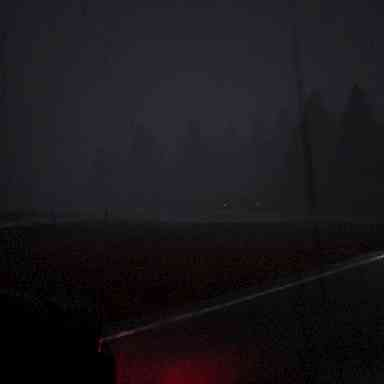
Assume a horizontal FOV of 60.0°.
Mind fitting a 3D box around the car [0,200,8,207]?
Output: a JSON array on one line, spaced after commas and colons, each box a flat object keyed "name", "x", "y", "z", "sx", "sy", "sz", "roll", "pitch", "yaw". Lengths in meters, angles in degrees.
[{"name": "car", "x": -31.205, "y": 1.628, "z": 51.919, "sx": 1.994, "sy": 1.381, "sz": 4.181, "roll": 0, "pitch": 0, "yaw": 34}]

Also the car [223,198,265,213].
[{"name": "car", "x": 5.834, "y": 1.425, "z": 37.747, "sx": 4.553, "sy": 1.767, "sz": 2.097, "roll": 0, "pitch": 0, "yaw": 35}]

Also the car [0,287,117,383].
[{"name": "car", "x": -2.932, "y": 1.512, "z": 2.033, "sx": 4.892, "sy": 1.490, "sz": 1.837, "roll": 0, "pitch": 0, "yaw": -35}]
